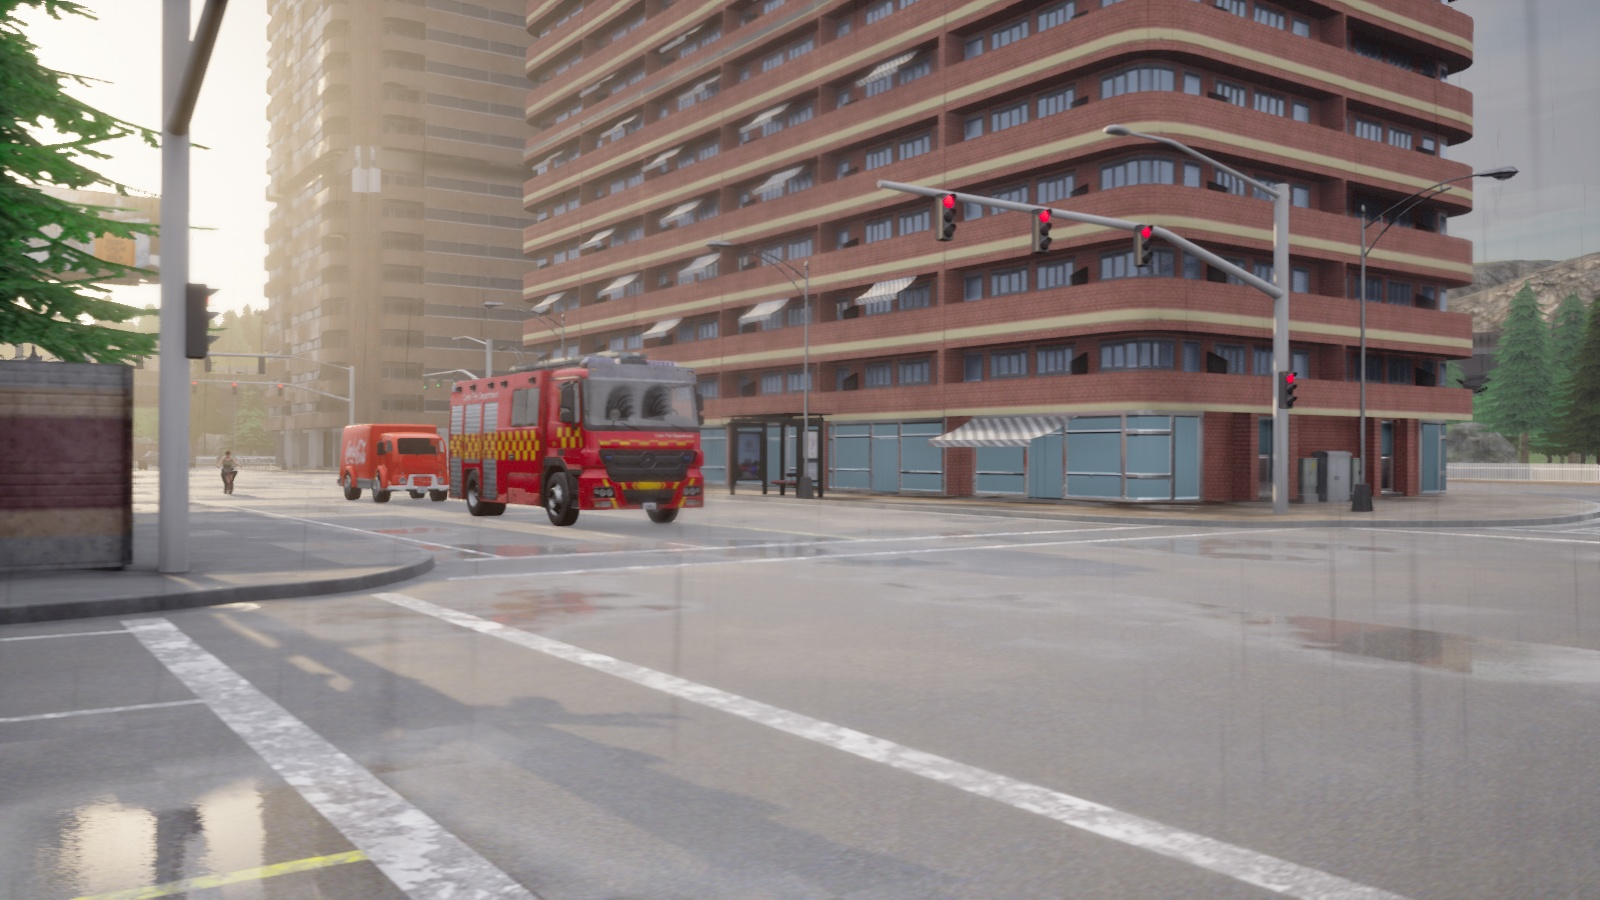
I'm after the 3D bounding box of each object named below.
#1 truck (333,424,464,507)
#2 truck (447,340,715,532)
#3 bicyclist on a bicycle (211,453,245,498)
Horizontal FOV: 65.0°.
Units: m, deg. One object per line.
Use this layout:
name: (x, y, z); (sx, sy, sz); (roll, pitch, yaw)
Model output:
truck: (-12.982, 0.456, 40.355); (2.627, 2.467, 5.204); (0, 0, -34)
truck: (-5.398, -0.262, 29.286); (2.891, 3.827, 8.468); (0, 0, -34)
bicyclist on a bicycle: (-20.736, 0.906, 45.489); (0.866, 1.612, 1.509); (0, 0, -34)
